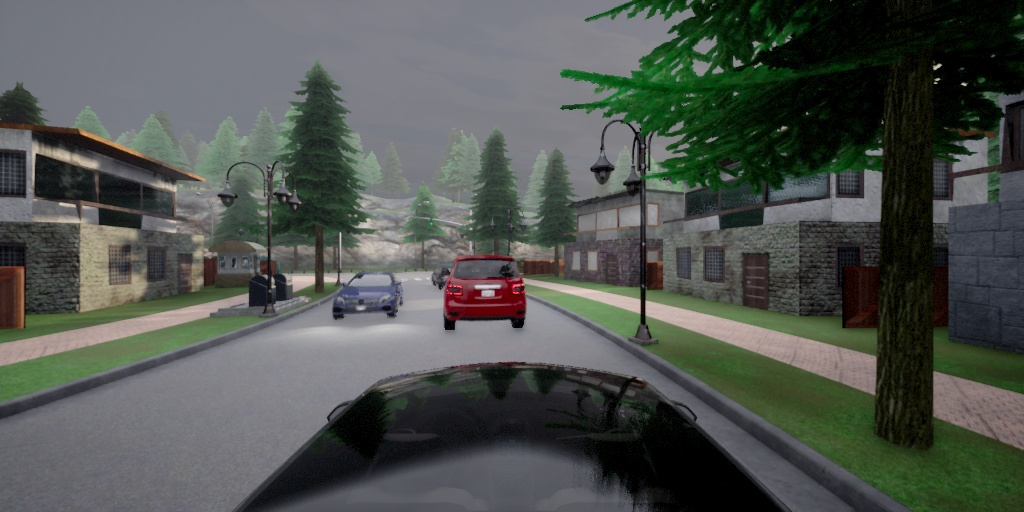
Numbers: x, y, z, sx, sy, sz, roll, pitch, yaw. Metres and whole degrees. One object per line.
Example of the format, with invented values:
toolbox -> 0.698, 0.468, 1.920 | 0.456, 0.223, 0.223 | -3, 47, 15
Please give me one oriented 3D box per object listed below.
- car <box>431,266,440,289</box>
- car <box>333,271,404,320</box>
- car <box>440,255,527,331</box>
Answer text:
car -> -4.143, 1.313, 23.512 | 2.033, 1.411, 5.357 | 0, 0, -19
car -> -4.973, 1.284, 12.944 | 1.812, 1.442, 4.674 | 0, 0, -12
car -> -0.995, 0.980, 11.255 | 2.150, 2.045, 5.566 | 0, 0, -9
